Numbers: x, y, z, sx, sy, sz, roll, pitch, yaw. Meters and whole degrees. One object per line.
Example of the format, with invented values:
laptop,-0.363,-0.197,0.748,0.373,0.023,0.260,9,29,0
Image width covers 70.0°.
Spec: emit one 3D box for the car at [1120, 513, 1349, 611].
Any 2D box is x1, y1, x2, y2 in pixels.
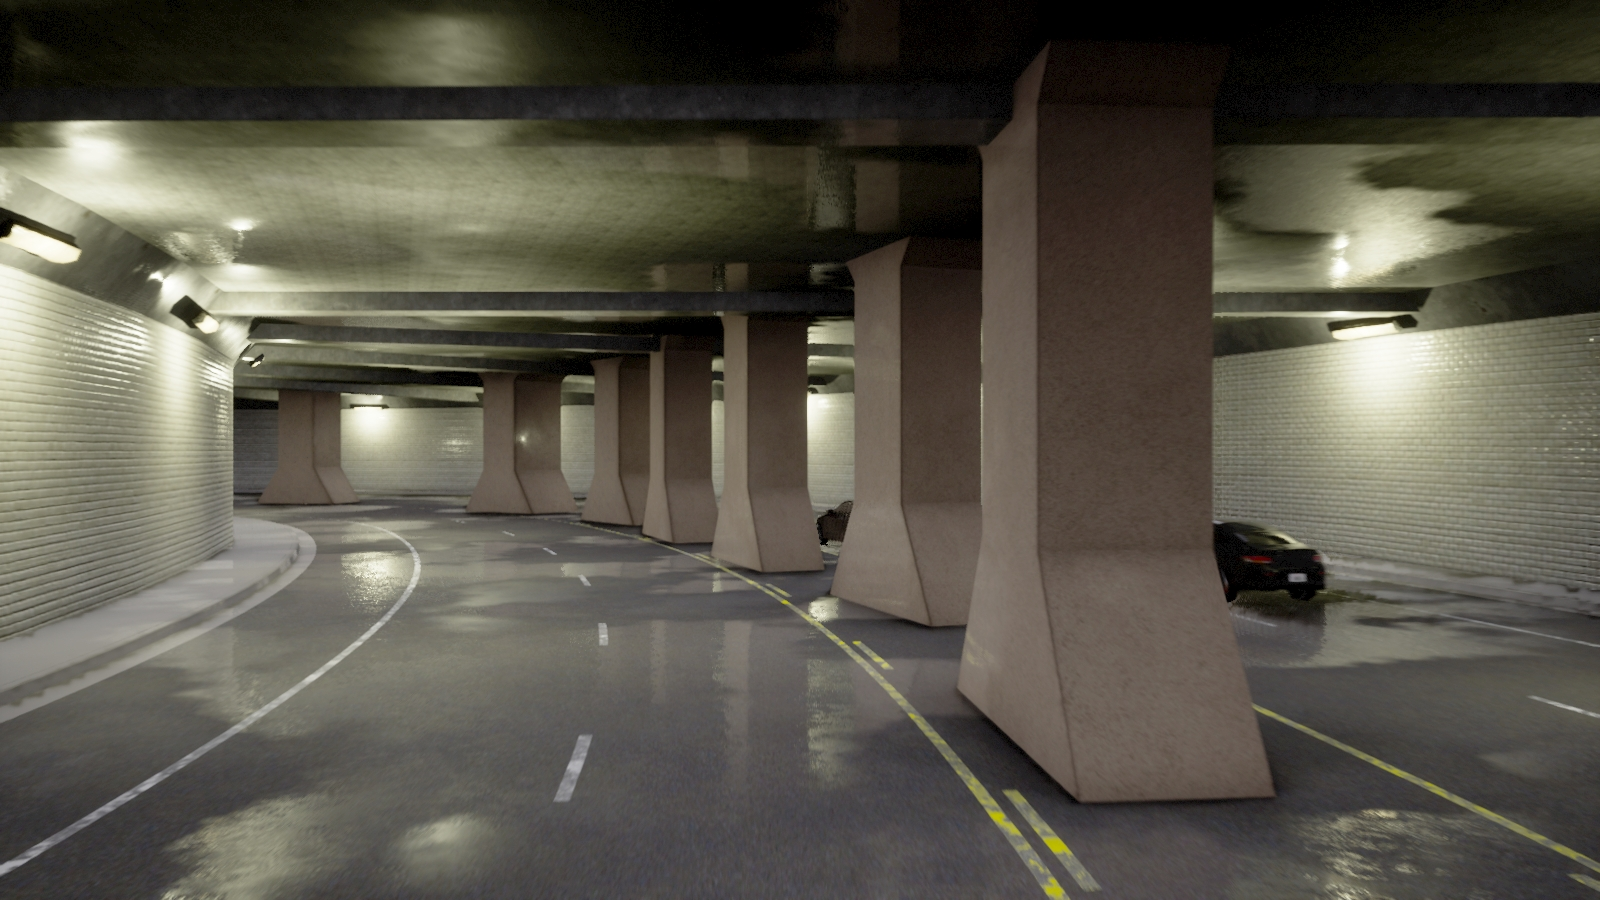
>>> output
car,8.298,2.081,22.365,2.002,1.442,4.674,0,0,-11
